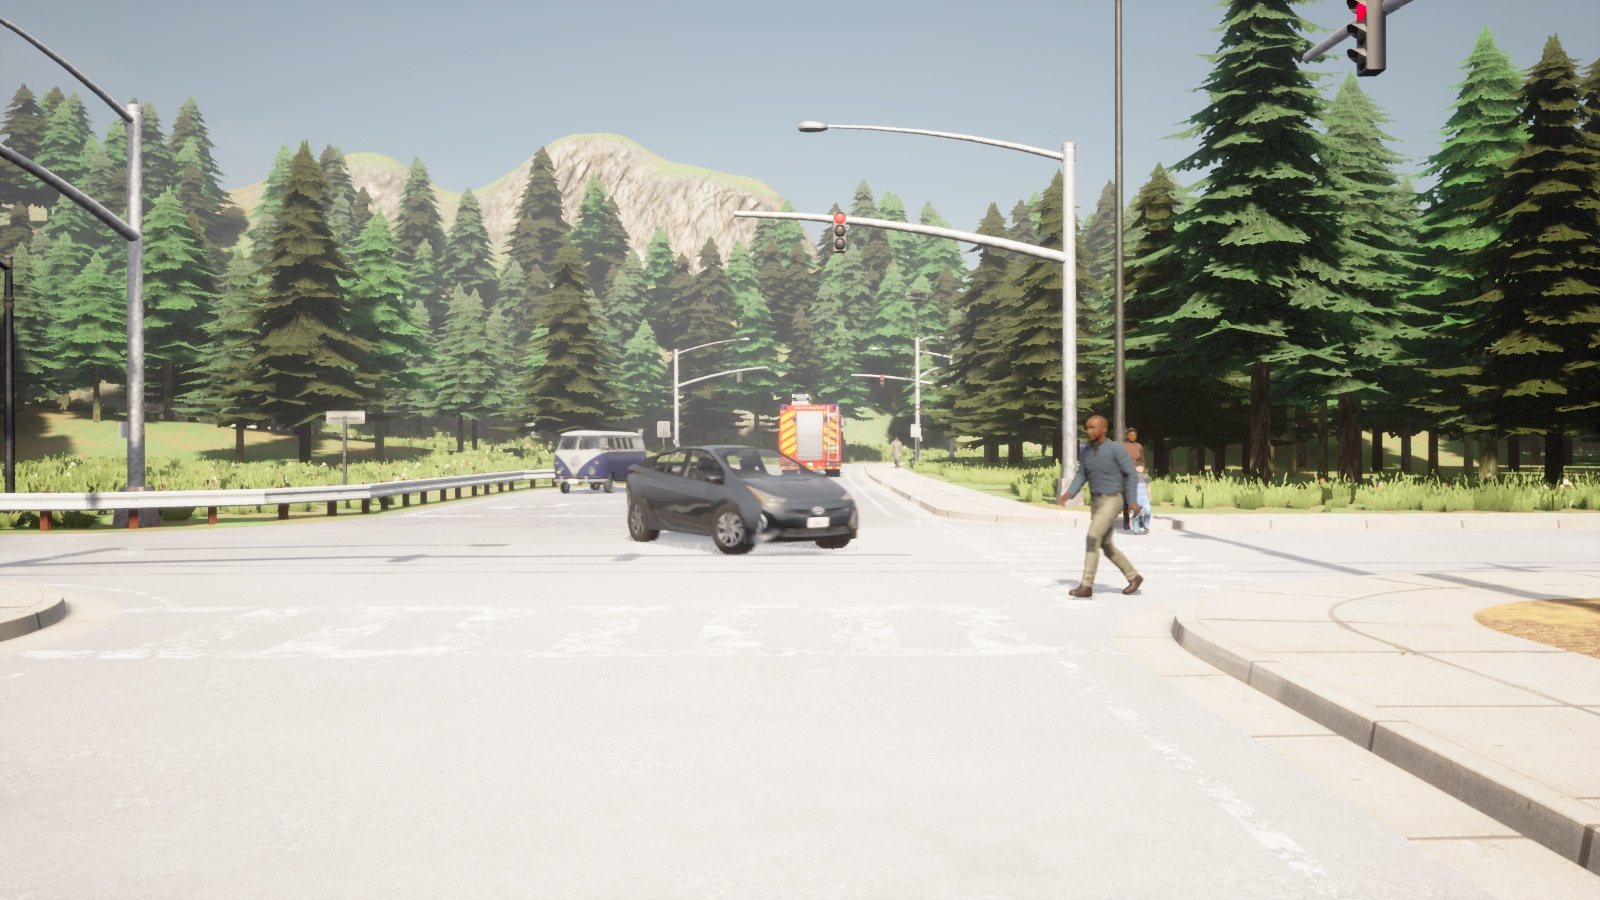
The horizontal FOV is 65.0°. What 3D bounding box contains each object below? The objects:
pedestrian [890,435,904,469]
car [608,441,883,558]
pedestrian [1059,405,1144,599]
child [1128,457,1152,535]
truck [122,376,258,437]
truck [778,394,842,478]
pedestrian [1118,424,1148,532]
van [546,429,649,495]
[{"bbox_3d":[5.491,0.116,71.074,0.659,1.952,0.873,0,0,-2],"label":"pedestrian"},{"bbox_3d":[-0.960,0.639,18.814,2.007,1.525,4.514,0,0,-35],"label":"car"},{"bbox_3d":[2.922,0.490,12.189,0.726,1.835,0.370,0,0,-24],"label":"pedestrian"},{"bbox_3d":[5.619,0.755,20.771,0.270,1.263,0.437,0,0,0],"label":"child"},{"bbox_3d":[-43.072,-2.993,88.860,7.936,3.462,2.891,7,-4,-44],"label":"truck"},{"bbox_3d":[0.580,-0.660,61.508,2.891,3.827,8.468,0,0,2],"label":"truck"},{"bbox_3d":[5.679,0.473,21.427,0.328,1.805,0.869,0,0,4],"label":"pedestrian"},{"bbox_3d":[-6.449,0.359,40.513,1.775,1.987,4.442,0,0,12],"label":"van"}]
